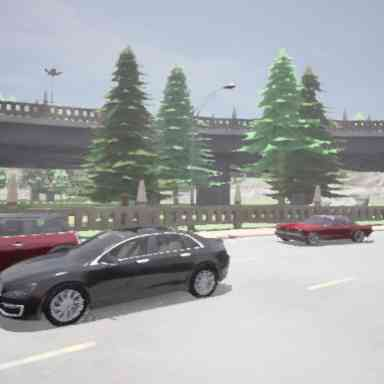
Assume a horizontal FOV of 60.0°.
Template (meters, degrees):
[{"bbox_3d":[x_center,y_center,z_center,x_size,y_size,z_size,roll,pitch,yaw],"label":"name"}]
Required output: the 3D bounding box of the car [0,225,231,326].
[{"bbox_3d":[-1.379,1.537,7.155,4.892,1.490,1.837,0,0,-34],"label":"car"}]

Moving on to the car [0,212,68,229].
[{"bbox_3d":[-5.247,1.355,8.696,4.553,1.767,2.097,1,0,-34],"label":"car"}]

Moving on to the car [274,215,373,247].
[{"bbox_3d":[6.315,1.782,15.991,4.718,1.301,1.895,1,0,-25],"label":"car"}]
